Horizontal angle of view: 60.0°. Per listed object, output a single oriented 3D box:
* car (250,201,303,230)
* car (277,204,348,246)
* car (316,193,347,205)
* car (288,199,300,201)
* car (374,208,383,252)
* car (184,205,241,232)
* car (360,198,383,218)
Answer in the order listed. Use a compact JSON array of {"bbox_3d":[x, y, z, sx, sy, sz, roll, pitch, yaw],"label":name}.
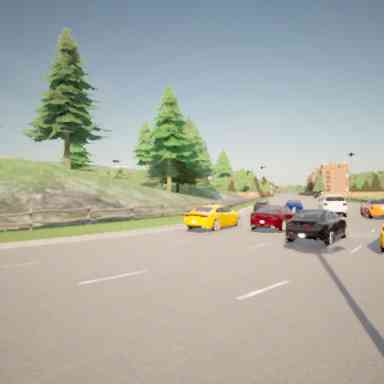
[{"bbox_3d":[5.283,1.548,21.039,1.882,1.535,5.008,0,0,31],"label":"car"},{"bbox_3d":[5.951,1.544,15.659,1.837,1.490,4.892,0,0,36],"label":"car"},{"bbox_3d":[13.682,1.291,32.442,2.150,2.045,5.566,0,0,17],"label":"car"},{"bbox_3d":[11.630,1.587,37.849,1.882,1.535,5.008,0,0,17],"label":"car"},{"bbox_3d":[8.796,1.486,13.223,1.882,1.535,5.008,0,0,37],"label":"car"},{"bbox_3d":[1.454,1.575,21.331,1.882,1.535,5.008,0,0,34],"label":"car"},{"bbox_3d":[16.598,1.390,29.899,2.097,1.767,4.553,0,0,17],"label":"car"}]
